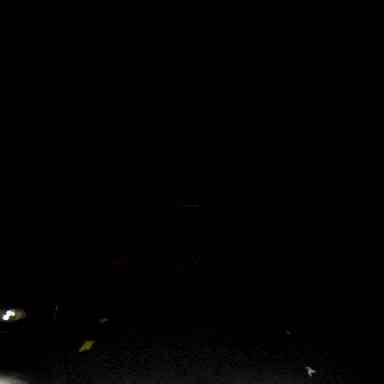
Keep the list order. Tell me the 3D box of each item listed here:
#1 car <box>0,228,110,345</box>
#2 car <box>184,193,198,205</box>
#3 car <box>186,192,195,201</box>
[{"bbox_3d":[-3.126,1.517,6.921,2.033,1.411,5.357,0,0,0],"label":"car"},{"bbox_3d":[-0.132,1.044,50.096,1.882,1.535,5.008,0,1,0],"label":"car"},{"bbox_3d":[-0.240,0.879,67.170,1.837,1.490,4.892,0,1,0],"label":"car"}]
